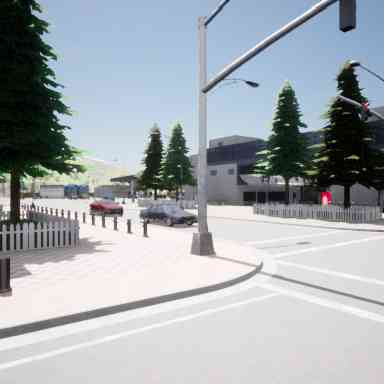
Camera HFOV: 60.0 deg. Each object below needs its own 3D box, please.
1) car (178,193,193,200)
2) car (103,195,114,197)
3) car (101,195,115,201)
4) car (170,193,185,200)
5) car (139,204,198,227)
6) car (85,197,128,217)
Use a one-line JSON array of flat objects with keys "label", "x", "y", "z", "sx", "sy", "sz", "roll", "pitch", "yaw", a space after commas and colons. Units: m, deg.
[{"label": "car", "x": -1.776, "y": 1.092, "z": 88.018, "sx": 1.905, "sy": 1.878, "sz": 3.866, "roll": 0, "pitch": 0, "yaw": -37}, {"label": "car", "x": -18.887, "y": 1.389, "z": 75.015, "sx": 1.845, "sy": 1.501, "sz": 3.633, "roll": 0, "pitch": 0, "yaw": -37}, {"label": "car", "x": -20.905, "y": 1.400, "z": 82.753, "sx": 1.970, "sy": 1.475, "sz": 3.806, "roll": 0, "pitch": 0, "yaw": -37}, {"label": "car", "x": -3.866, "y": 1.113, "z": 85.958, "sx": 1.932, "sy": 1.855, "sz": 4.605, "roll": 0, "pitch": 0, "yaw": -37}, {"label": "car", "x": -1.790, "y": 1.563, "z": 23.252, "sx": 2.033, "sy": 1.411, "sz": 5.357, "roll": 0, "pitch": 0, "yaw": -37}, {"label": "car", "x": -8.223, "y": 1.493, "z": 31.794, "sx": 1.882, "sy": 1.535, "sz": 5.008, "roll": 0, "pitch": 0, "yaw": -37}]
